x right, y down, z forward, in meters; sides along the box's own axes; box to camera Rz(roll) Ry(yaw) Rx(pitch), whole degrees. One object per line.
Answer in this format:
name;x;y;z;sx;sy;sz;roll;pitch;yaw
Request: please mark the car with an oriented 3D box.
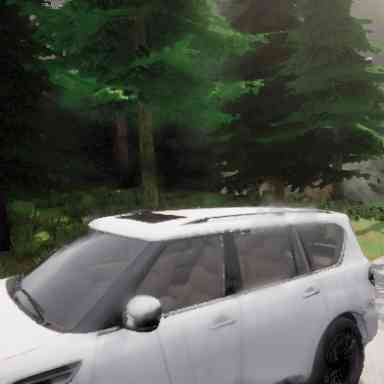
car;-0.275;1.220;3.461;5.566;2.045;2.150;0;0;-35
